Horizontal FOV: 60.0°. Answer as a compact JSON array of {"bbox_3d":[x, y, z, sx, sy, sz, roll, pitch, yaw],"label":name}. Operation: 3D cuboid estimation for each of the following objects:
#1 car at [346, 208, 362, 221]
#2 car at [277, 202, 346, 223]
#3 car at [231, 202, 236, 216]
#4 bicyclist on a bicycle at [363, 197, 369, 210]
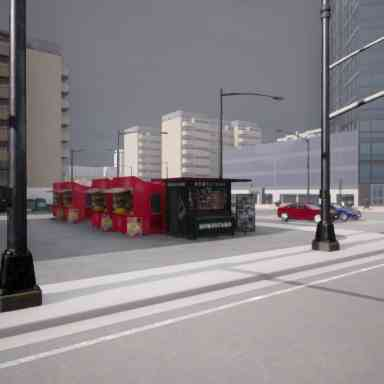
[{"bbox_3d":[11.988,1.635,28.466,1.812,1.442,4.674,0,-1,-35],"label":"car"},{"bbox_3d":[9.125,1.585,26.482,1.882,1.535,5.008,0,-1,-36],"label":"car"},{"bbox_3d":[3.636,1.820,34.036,1.895,1.301,4.718,0,-1,-36],"label":"car"},{"bbox_3d":[22.211,1.466,42.457,1.656,1.620,0.582,0,0,-36],"label":"bicyclist on a bicycle"}]
